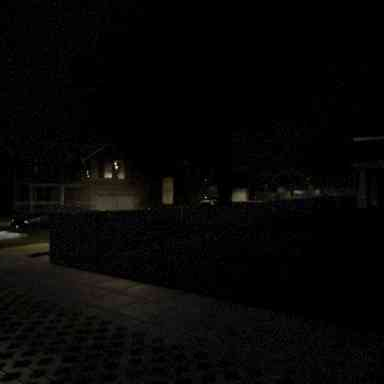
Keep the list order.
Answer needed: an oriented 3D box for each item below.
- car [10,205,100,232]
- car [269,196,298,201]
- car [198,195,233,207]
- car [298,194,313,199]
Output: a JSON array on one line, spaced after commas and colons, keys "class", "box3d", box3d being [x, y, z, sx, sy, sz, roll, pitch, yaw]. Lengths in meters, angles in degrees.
[{"class": "car", "box3d": [-8.110, 1.493, 20.480, 2.033, 1.411, 5.357, 1, 1, 35]}, {"class": "car", "box3d": [11.773, 1.228, 43.478, 1.895, 1.301, 4.718, 1, 1, 36]}, {"class": "car", "box3d": [2.569, 1.095, 35.505, 2.097, 1.767, 4.553, 1, 1, 35]}, {"class": "car", "box3d": [17.403, 1.007, 51.501, 1.812, 1.442, 4.674, 1, 1, 35]}]
